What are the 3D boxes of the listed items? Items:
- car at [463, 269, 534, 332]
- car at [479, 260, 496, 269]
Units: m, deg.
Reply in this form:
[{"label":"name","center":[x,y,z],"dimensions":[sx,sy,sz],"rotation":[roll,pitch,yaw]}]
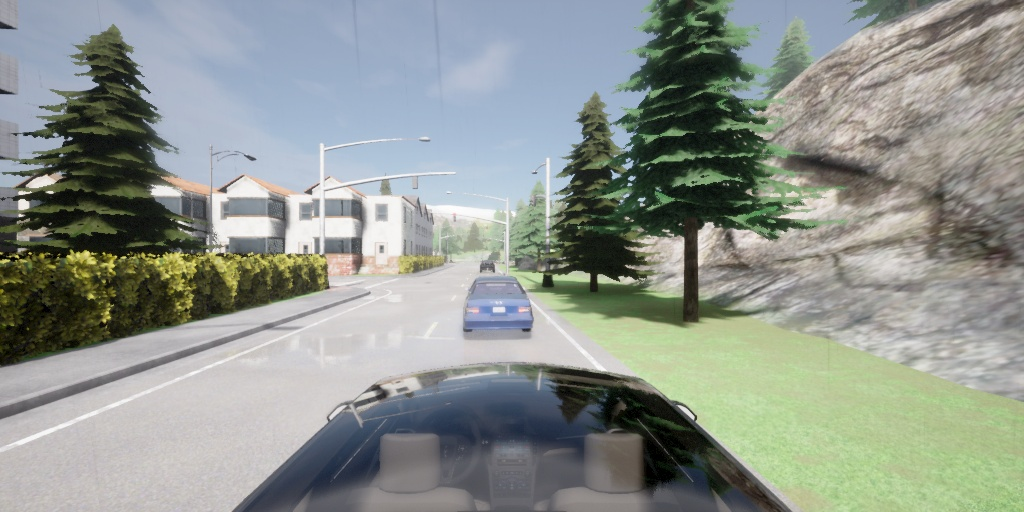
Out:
[{"label":"car","center":[-0.483,1.297,10.840],"dimensions":[2.033,1.411,5.357],"rotation":[0,0,-4]},{"label":"car","center":[-3.071,1.255,44.596],"dimensions":[1.837,1.490,4.892],"rotation":[0,0,-4]}]
